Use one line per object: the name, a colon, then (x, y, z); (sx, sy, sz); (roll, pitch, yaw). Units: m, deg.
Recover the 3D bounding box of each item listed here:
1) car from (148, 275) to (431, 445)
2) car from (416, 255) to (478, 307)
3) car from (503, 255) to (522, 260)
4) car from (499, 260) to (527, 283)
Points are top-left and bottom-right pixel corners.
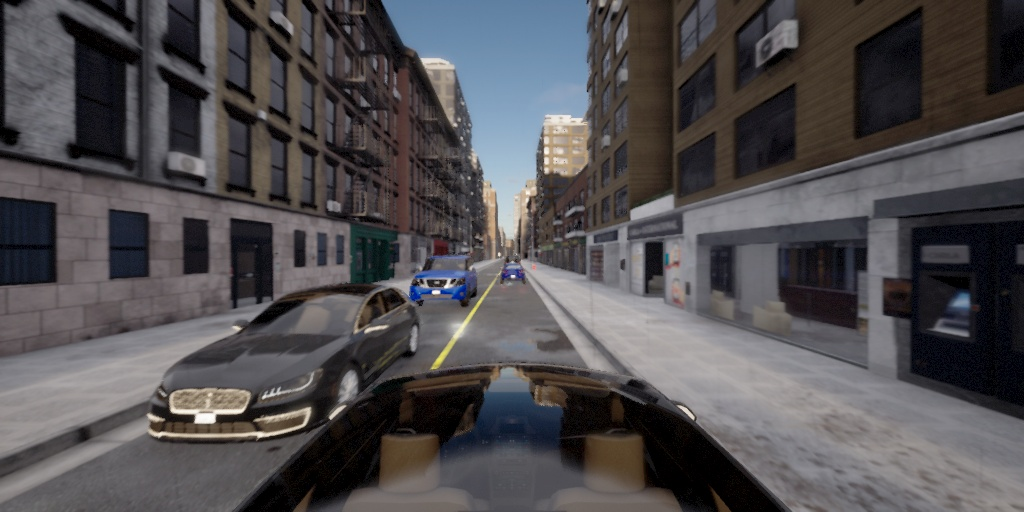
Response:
car: (-2.842, 1.253, 5.761); (1.837, 1.490, 4.892); (0, 0, 0)
car: (-2.764, 0.966, 15.838); (2.150, 2.045, 5.566); (0, 0, 0)
car: (0.055, 0.940, 46.040); (2.150, 2.045, 5.566); (0, 0, 0)
car: (0.076, 1.261, 27.483); (1.812, 1.442, 4.674); (0, 0, 0)
